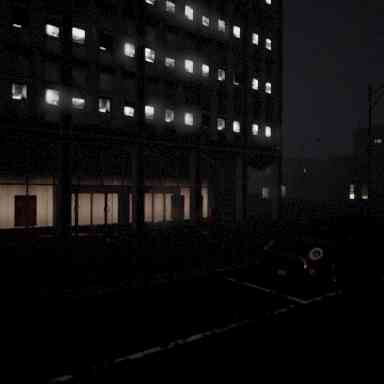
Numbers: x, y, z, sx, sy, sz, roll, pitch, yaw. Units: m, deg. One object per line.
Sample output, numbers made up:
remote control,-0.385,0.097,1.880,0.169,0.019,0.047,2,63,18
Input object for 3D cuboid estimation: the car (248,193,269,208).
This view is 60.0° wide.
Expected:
car,8.544,1.162,43.717,2.192,1.841,5.009,1,0,-35

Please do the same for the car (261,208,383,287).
car,3.820,1.439,9.288,4.097,1.590,1.967,0,0,-36

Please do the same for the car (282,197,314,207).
car,15.435,1.474,48.483,1.802,1.307,4.206,1,0,-35

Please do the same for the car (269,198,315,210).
car,11.692,1.422,39.163,2.008,1.369,4.403,1,0,-35

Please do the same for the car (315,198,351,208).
car,18.489,1.440,44.069,1.752,1.417,4.829,1,0,-35

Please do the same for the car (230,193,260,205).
car,9.137,1.162,57.590,2.192,1.841,5.009,1,0,-35
